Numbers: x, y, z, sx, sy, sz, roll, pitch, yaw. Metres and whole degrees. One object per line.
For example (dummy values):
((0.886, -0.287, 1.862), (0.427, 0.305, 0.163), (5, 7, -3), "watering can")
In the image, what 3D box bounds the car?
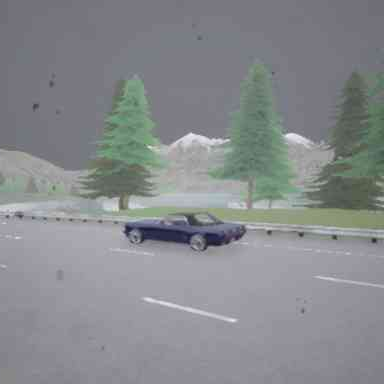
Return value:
((-0.449, 1.416, 12.837), (4.718, 1.301, 1.895), (0, 1, 33), "car")
